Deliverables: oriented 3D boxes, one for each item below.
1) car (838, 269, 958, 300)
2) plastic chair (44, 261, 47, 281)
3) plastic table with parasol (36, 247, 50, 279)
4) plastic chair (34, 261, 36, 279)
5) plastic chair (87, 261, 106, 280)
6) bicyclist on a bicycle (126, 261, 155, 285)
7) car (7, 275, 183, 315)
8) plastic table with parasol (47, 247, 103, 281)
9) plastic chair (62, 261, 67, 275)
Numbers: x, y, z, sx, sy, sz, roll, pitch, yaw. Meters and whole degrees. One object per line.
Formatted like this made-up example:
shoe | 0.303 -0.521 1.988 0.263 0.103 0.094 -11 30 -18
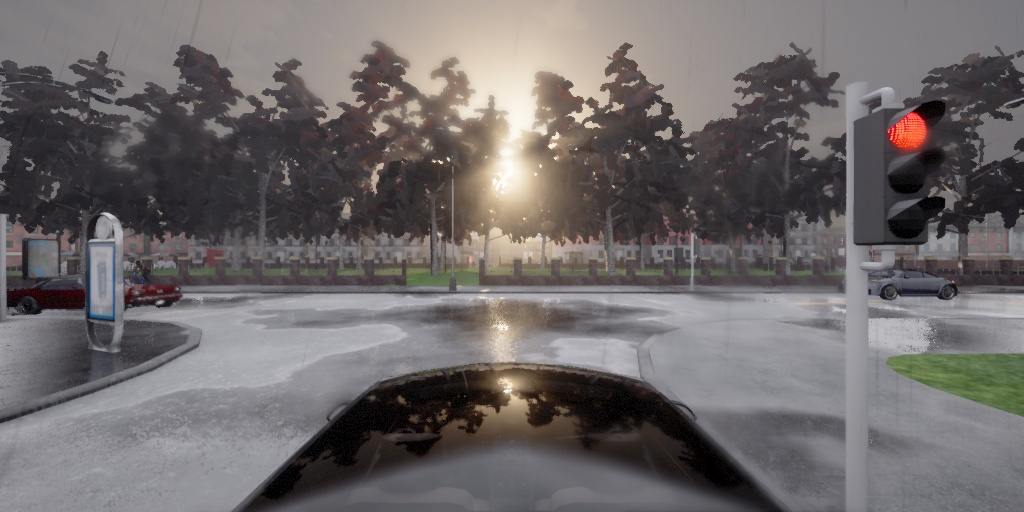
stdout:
car | 18.249 1.314 17.080 4.181 1.385 1.994 0 0 0
plastic chair | -40.212 1.293 31.512 0.730 1.272 0.750 0 0 -40
plastic table with parasol | -43.602 0.620 34.901 2.482 2.480 2.482 0 0 -39
plastic chair | -44.610 1.295 34.151 0.730 1.272 0.750 0 0 -41
plastic chair | -38.183 1.296 32.990 0.730 1.272 0.750 0 0 -40
bicyclist on a bicycle | -22.028 1.099 21.269 0.582 1.620 1.656 0 0 0
car | -14.845 1.351 12.874 4.718 1.301 1.895 0 0 0
plastic table with parasol | -39.181 0.694 32.257 2.482 2.480 2.482 0 0 -40
plastic chair | -38.279 1.306 31.284 0.750 1.272 0.730 0 0 -35
